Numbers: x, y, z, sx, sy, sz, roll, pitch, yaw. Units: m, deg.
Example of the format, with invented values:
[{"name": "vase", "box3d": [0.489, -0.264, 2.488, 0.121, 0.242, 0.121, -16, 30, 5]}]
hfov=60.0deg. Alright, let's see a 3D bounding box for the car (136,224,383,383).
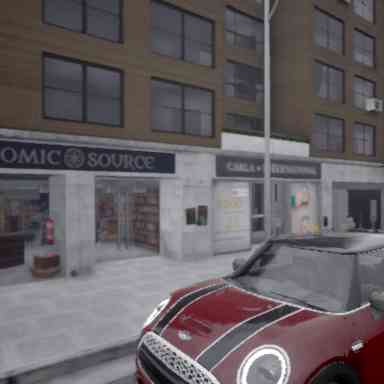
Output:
[{"name": "car", "box3d": [1.600, 1.355, 4.215, 4.553, 1.767, 2.097, 0, 0, -36]}]
